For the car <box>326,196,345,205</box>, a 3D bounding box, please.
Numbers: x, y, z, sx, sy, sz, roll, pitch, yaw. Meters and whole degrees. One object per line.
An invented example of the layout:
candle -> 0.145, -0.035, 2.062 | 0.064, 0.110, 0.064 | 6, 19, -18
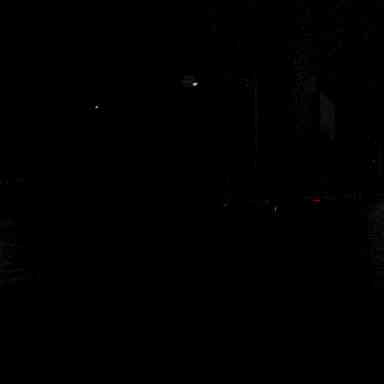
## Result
car -> 23.285, 1.353, 53.893 | 1.812, 1.442, 4.674 | -1, 0, 35

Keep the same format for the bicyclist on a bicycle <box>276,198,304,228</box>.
bicyclist on a bicycle -> 5.360, 1.177, 18.359 | 1.656, 1.620, 0.582 | -1, 0, 35

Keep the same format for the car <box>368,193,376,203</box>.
car -> 33.346, 1.099, 63.883 | 2.192, 1.841, 5.009 | 0, 0, 35

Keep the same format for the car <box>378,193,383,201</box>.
car -> 42.990, 1.357, 77.779 | 1.802, 1.307, 4.206 | -1, 0, 35

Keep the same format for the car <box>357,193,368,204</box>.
car -> 26.915, 1.117, 54.617 | 2.192, 1.841, 5.009 | 0, 0, 35

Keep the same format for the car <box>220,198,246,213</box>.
car -> 3.840, 1.366, 36.318 | 1.967, 1.590, 4.097 | 0, 0, 35

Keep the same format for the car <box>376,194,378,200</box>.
car -> 36.658, 1.301, 68.653 | 1.752, 1.417, 4.829 | -1, 0, 35

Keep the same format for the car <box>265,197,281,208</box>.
car -> 10.175, 1.426, 45.444 | 1.752, 1.417, 4.829 | 0, 0, 35

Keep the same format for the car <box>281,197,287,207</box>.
car -> 13.487, 1.455, 50.218 | 1.947, 1.339, 4.313 | 0, 0, 35

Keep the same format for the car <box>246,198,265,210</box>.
car -> 7.057, 1.494, 40.951 | 1.802, 1.307, 4.206 | 0, 0, 35

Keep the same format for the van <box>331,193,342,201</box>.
van -> 35.992, 1.185, 82.651 | 1.690, 1.788, 3.998 | -1, 0, 35

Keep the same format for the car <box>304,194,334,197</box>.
car -> 17.421, 1.336, 45.441 | 2.128, 1.511, 4.902 | -1, 0, 35

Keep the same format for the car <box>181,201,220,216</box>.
car -> 0.627, 1.524, 31.685 | 1.802, 1.307, 4.206 | 0, 0, 35

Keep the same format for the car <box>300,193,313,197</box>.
car -> 19.918, 1.415, 59.484 | 1.887, 1.381, 4.507 | 0, 0, 35

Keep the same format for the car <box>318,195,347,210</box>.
car -> 17.272, 1.377, 40.719 | 1.887, 1.381, 4.507 | 0, 0, 35

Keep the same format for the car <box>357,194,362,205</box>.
car -> 23.701, 1.377, 49.984 | 1.947, 1.339, 4.313 | 0, 0, 35

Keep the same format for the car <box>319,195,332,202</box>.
car -> 29.564, 1.426, 73.382 | 1.802, 1.307, 4.206 | 0, 0, 35

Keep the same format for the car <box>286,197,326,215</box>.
car -> 10.842, 1.424, 31.453 | 1.947, 1.339, 4.313 | 0, 0, 35

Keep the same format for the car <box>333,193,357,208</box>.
car -> 20.486, 1.136, 45.352 | 2.192, 1.841, 5.009 | 0, 0, 35

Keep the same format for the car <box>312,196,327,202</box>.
car -> 26.349, 1.418, 68.751 | 1.947, 1.339, 4.313 | 0, 0, 35
